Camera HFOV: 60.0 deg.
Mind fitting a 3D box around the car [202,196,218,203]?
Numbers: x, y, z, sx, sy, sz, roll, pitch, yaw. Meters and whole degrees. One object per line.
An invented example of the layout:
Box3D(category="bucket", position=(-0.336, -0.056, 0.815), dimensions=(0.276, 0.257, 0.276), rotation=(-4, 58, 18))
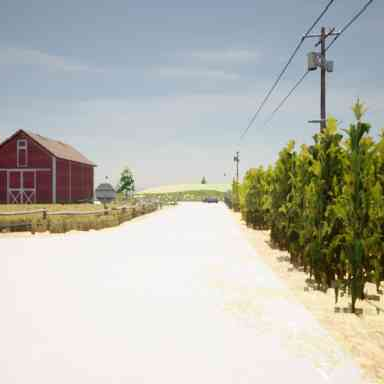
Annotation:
Box3D(category="car", position=(3.571, 1.562, 66.162), dimensions=(1.994, 1.385, 4.181), rotation=(0, 0, -20))
